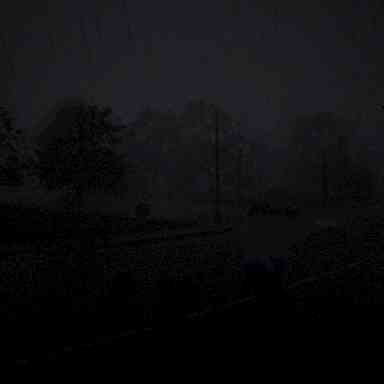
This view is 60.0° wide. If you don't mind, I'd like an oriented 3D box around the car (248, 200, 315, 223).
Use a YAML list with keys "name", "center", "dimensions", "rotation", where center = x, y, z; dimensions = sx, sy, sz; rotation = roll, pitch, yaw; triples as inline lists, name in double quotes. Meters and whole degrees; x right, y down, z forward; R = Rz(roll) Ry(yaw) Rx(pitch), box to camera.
- name: "car"
  center: [6.272, 1.324, 23.605]
  dimensions: [4.674, 1.442, 1.812]
  rotation: [0, 1, 38]

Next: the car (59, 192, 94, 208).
- name: "car"
  center: [-13.599, 0.869, 39.151]
  dimensions: [4.553, 1.767, 2.097]
  rotation: [2, 3, 38]
